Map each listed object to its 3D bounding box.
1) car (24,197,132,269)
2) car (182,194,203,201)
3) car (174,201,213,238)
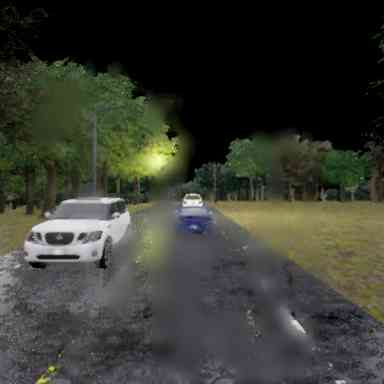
[{"bbox_3d":[-3.509,1.208,11.444,2.150,2.045,5.566,0,0,0],"label":"car"},{"bbox_3d":[0.076,1.278,37.983,2.150,2.045,5.566,0,0,0],"label":"car"},{"bbox_3d":[0.090,1.473,17.784,1.882,1.535,5.008,0,0,0],"label":"car"}]
